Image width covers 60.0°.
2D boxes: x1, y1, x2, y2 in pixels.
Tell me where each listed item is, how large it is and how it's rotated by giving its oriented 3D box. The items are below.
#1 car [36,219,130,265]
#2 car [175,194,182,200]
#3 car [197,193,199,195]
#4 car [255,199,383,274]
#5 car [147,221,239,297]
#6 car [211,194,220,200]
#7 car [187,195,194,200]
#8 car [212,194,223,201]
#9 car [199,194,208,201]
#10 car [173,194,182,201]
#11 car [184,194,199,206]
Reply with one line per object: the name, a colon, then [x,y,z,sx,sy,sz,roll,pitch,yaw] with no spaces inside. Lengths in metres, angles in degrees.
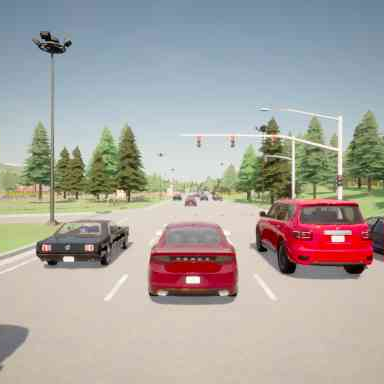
car: [-3.463,1.601,11.582,1.895,1.301,4.718,0,0,0]
car: [-3.858,1.310,94.269,1.882,1.535,5.008,0,0,0]
car: [3.142,1.357,94.296,2.128,1.511,4.902,0,0,0]
car: [3.533,1.221,10.698,2.150,2.045,5.566,0,0,0]
car: [0.030,1.478,8.648,1.882,1.535,5.008,0,0,0]
car: [6.642,1.372,94.309,2.033,1.411,5.357,0,0,0]
car: [-0.358,1.427,94.313,1.895,1.301,4.718,0,0,0]
car: [6.682,1.516,83.889,2.128,1.511,4.902,0,0,0]
car: [3.180,1.516,84.293,1.812,1.442,4.674,0,0,0]
car: [-3.818,1.469,83.849,1.882,1.535,5.008,0,0,0]
car: [-0.201,1.525,53.250,1.812,1.442,4.674,0,0,0]
